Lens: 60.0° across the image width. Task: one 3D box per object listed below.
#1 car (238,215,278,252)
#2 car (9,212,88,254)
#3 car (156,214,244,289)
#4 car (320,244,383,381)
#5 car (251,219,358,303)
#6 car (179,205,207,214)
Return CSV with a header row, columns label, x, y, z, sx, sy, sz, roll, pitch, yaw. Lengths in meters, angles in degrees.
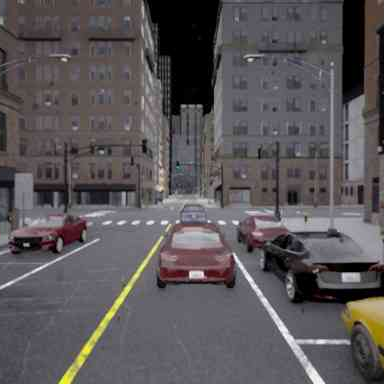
label,x,y,z,sx,sy,sz,roll,pitch,yaw
car,2.865,1.606,13.653,1.802,1.307,4.206,-1,0,0
car,-5.680,1.568,13.650,1.887,1.381,4.507,-1,0,0
car,0.097,1.542,9.115,1.812,1.442,4.674,0,0,0
car,2.865,1.530,2.651,1.752,1.417,4.829,-1,0,0
car,2.865,1.580,8.068,1.947,1.339,4.313,-1,0,0
car,0.088,1.587,23.345,2.033,1.411,5.357,0,0,0
